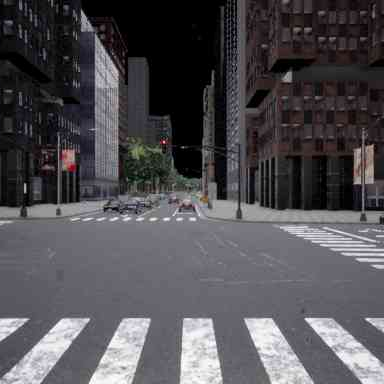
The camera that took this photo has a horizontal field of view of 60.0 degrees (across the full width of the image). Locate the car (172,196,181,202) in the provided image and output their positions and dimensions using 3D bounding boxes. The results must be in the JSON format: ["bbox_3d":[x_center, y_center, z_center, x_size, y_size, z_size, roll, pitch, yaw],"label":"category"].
[{"bbox_3d":[-3.535,1.582,75.638,1.812,1.442,4.674,0,0,0],"label":"car"}]

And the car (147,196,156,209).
[{"bbox_3d":[-6.474,1.586,45.448,1.994,1.385,4.181,0,0,-1],"label":"car"}]

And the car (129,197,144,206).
[{"bbox_3d":[-9.186,1.569,55.124,1.752,1.417,4.829,0,0,0],"label":"car"}]

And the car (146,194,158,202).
[{"bbox_3d":[-9.309,1.416,76.998,2.192,1.841,5.009,0,0,0],"label":"car"}]

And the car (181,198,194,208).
[{"bbox_3d":[-0.632,1.614,49.910,1.802,1.307,4.206,0,0,0],"label":"car"}]

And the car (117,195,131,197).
[{"bbox_3d":[-9.128,1.335,44.443,2.192,1.841,5.009,0,0,0],"label":"car"}]

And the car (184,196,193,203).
[{"bbox_3d":[-0.754,1.611,71.780,1.752,1.417,4.829,0,0,0],"label":"car"}]

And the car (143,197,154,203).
[{"bbox_3d":[-9.278,1.668,71.572,1.802,1.307,4.206,0,0,0],"label":"car"}]

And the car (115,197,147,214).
[{"bbox_3d":[-6.421,1.547,35.494,2.033,1.411,5.357,0,0,-1],"label":"car"}]

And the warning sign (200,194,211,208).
[{"bbox_3d":[1.718,1.131,42.744,1.300,1.860,1.060,0,0,0],"label":"warning sign"}]

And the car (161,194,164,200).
[{"bbox_3d":[-9.370,1.448,87.850,2.192,1.841,5.009,0,0,0],"label":"car"}]

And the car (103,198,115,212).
[{"bbox_3d":[-9.097,1.573,39.016,1.947,1.339,4.313,0,0,0],"label":"car"}]

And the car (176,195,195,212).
[{"bbox_3d":[-0.572,1.448,39.061,1.967,1.590,4.097,0,0,0],"label":"car"}]

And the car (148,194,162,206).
[{"bbox_3d":[-6.510,1.550,55.642,1.837,1.490,4.892,0,0,0],"label":"car"}]

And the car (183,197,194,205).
[{"bbox_3d":[-0.693,1.602,60.760,1.887,1.381,4.507,0,0,0],"label":"car"}]

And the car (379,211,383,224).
[{"bbox_3d":[14.962,1.456,21.005,5.566,2.045,2.150,1,0,0],"label":"car"}]

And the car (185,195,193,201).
[{"bbox_3d":[-0.844,1.573,87.885,1.967,1.590,4.097,0,0,0],"label":"car"}]

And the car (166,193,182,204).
[{"bbox_3d":[-3.480,1.422,65.600,2.097,1.767,4.553,0,0,0],"label":"car"}]
